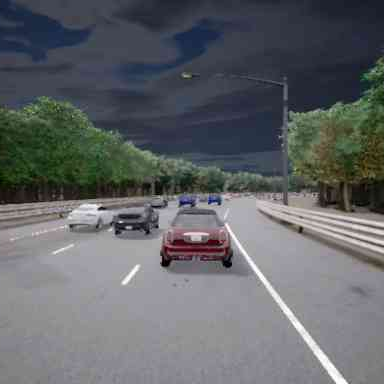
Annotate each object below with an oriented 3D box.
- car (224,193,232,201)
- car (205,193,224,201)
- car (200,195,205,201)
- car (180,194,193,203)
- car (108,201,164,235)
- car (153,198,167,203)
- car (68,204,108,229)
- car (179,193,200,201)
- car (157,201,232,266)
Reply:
[{"bbox_3d":[8.342,1.165,84.853,2.150,2.045,5.566,0,0,11],"label":"car"},{"bbox_3d":[4.156,1.222,59.750,2.150,2.045,5.566,0,0,8],"label":"car"},{"bbox_3d":[2.406,1.485,71.689,2.128,1.511,4.902,0,0,9],"label":"car"},{"bbox_3d":[-1.169,1.313,71.226,2.097,1.767,4.553,0,0,9],"label":"car"},{"bbox_3d":[-3.012,1.500,18.840,1.837,1.490,4.892,0,0,3],"label":"car"},{"bbox_3d":[-4.508,1.555,45.780,1.994,1.385,4.181,0,0,6],"label":"car"},{"bbox_3d":[-6.379,1.514,21.378,1.812,1.442,4.674,0,0,3],"label":"car"},{"bbox_3d":[-0.587,1.222,49.942,2.150,2.045,5.566,0,0,7],"label":"car"},{"bbox_3d":[0.187,1.353,11.681,2.097,1.767,4.553,0,0,2],"label":"car"}]
